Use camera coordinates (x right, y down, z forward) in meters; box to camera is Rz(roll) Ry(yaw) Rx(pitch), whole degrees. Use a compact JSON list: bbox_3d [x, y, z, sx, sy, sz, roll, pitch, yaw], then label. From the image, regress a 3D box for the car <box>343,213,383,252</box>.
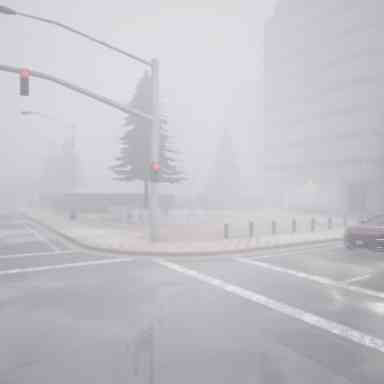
[{"bbox_3d":[8.174,1.566,13.425,5.008,1.535,1.882,0,0,-33],"label":"car"}]
